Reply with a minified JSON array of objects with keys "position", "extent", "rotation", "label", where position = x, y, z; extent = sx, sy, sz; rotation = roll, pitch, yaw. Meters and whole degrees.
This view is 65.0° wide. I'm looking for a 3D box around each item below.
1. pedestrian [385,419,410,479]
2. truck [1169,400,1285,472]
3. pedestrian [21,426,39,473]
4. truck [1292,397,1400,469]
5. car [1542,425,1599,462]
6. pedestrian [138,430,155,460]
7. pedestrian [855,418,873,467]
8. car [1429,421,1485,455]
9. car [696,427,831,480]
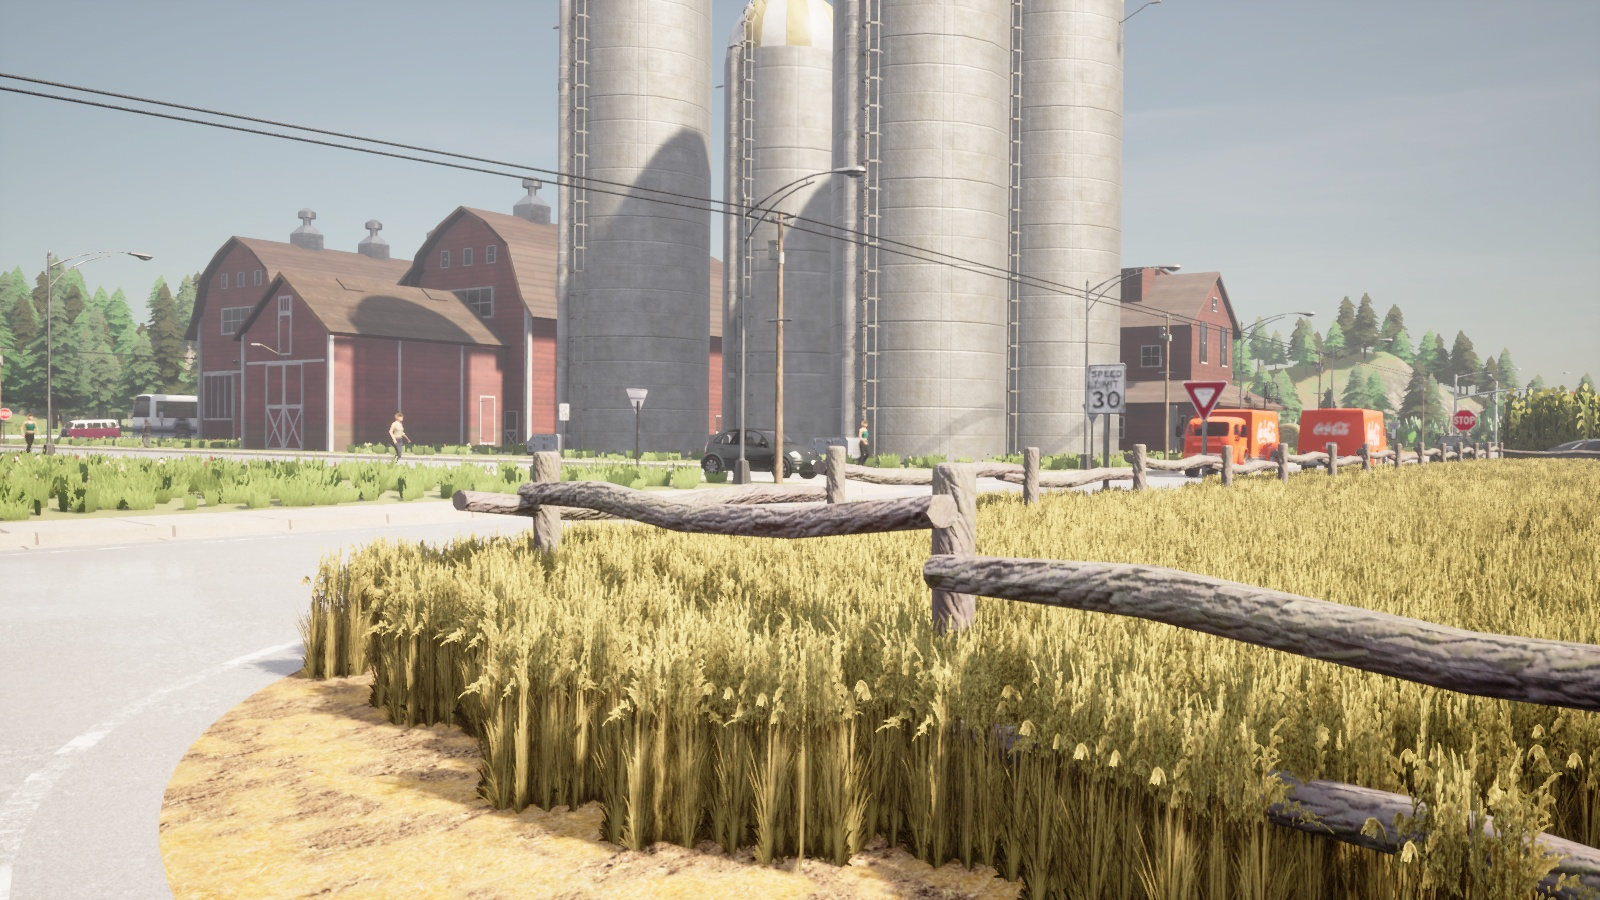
[{"position":[-12.414,-0.030,38.735],"extent":[0.594,1.836,0.345],"rotation":[0,1,18],"label":"pedestrian"},{"position":[15.711,-0.530,46.017],"extent":[2.627,2.467,5.204],"rotation":[0,1,36],"label":"truck"},{"position":[-30.334,-0.014,49.480],"extent":[0.594,1.836,0.345],"rotation":[0,1,32],"label":"pedestrian"},{"position":[20.152,-0.581,46.216],"extent":[2.627,2.467,5.204],"rotation":[0,0,36],"label":"truck"},{"position":[33.305,-0.268,51.439],"extent":[4.892,1.490,1.837],"rotation":[0,1,27],"label":"car"},{"position":[-40.229,-0.304,77.263],"extent":[0.849,1.883,0.563],"rotation":[0,1,34],"label":"pedestrian"},{"position":[2.394,-0.278,47.108],"extent":[0.594,1.836,0.345],"rotation":[0,1,42],"label":"pedestrian"},{"position":[35.521,-0.659,67.847],"extent":[2.097,1.767,4.553],"rotation":[0,1,35],"label":"car"},{"position":[-1.192,0.091,40.225],"extent":[3.988,1.617,1.851],"rotation":[0,1,35],"label":"car"}]
